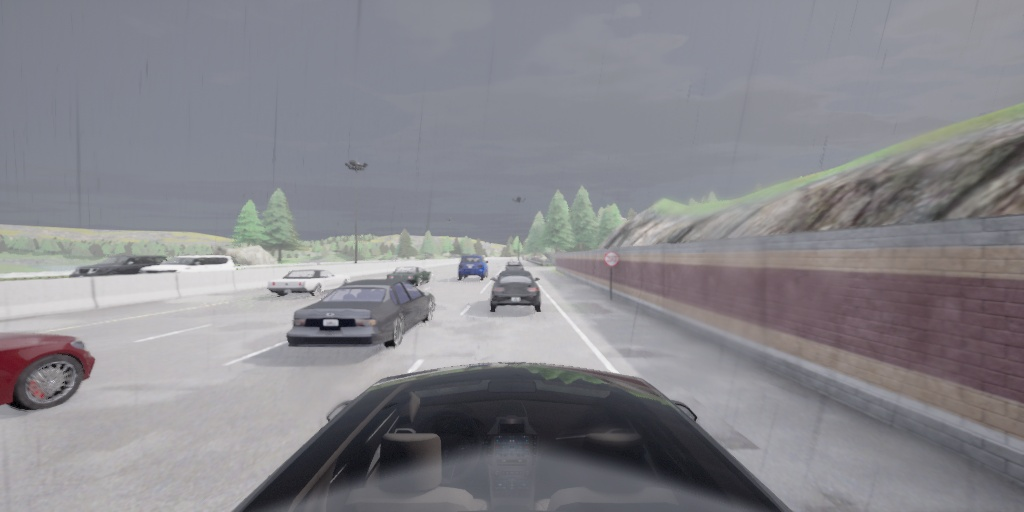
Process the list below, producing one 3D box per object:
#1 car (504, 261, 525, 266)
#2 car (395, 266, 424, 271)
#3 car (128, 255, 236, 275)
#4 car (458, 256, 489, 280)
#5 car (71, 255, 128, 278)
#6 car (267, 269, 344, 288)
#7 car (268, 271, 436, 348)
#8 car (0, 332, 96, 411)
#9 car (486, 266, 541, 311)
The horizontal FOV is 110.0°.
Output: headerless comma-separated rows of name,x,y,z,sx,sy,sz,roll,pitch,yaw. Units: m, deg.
car,0.221,1.256,36.161,2.128,1.511,4.902,0,0,0
car,-6.824,1.353,24.318,1.895,1.301,4.718,0,0,0
car,-20.954,0.961,23.493,2.150,2.045,5.566,0,0,1
car,-3.299,0.980,30.945,2.150,2.045,5.566,0,0,0
car,-27.917,0.973,26.038,2.150,2.045,5.566,0,0,0
car,-10.344,1.347,18.784,1.895,1.301,4.718,0,0,0
car,-3.379,1.297,9.206,2.033,1.411,5.357,0,0,0
car,-6.883,1.269,3.131,1.812,1.442,4.674,0,0,0
car,0.130,1.281,14.263,1.812,1.442,4.674,0,0,0
